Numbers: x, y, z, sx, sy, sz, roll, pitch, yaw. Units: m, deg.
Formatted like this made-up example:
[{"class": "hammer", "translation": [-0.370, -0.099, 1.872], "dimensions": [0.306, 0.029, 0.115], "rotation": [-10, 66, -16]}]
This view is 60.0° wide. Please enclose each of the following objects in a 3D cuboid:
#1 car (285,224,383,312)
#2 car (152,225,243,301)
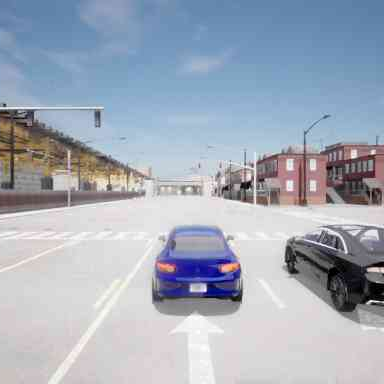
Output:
[{"class": "car", "translation": [3.610, 1.492, 7.687], "dimensions": [2.128, 1.511, 4.902], "rotation": [0, 0, -1]}, {"class": "car", "translation": [0.107, 1.526, 8.180], "dimensions": [1.812, 1.442, 4.674], "rotation": [0, 0, 0]}]
